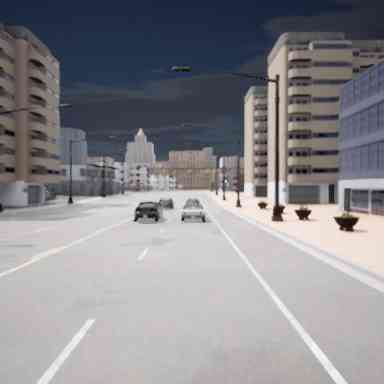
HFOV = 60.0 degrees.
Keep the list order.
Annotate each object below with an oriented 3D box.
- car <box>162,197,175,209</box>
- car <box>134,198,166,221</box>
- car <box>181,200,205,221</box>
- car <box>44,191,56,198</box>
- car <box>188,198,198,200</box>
[{"bbox_3d":[-3.394,1.428,44.128,2.128,1.511,4.902,0,1,0],"label":"car"},{"bbox_3d":[-3.407,1.485,26.581,1.837,1.490,4.892,0,1,0],"label":"car"},{"bbox_3d":[0.093,1.578,27.096,1.895,1.301,4.718,0,0,0],"label":"car"},{"bbox_3d":[-29.454,0.517,68.314,1.970,1.475,3.806,0,2,0],"label":"car"},{"bbox_3d":[0.104,1.500,44.148,1.994,1.385,4.181,0,1,0],"label":"car"}]
